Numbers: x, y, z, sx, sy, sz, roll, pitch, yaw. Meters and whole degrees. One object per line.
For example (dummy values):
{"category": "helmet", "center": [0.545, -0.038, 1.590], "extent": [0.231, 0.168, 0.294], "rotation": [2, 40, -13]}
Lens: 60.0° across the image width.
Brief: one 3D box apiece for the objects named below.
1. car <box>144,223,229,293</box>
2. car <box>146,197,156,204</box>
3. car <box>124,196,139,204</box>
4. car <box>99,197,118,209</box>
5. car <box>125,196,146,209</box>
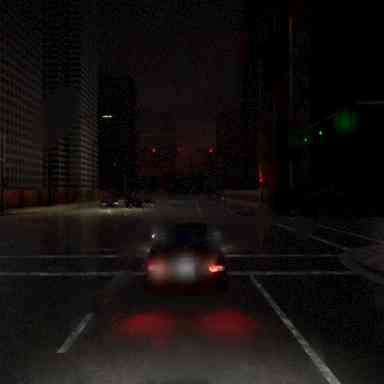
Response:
{"category": "car", "center": [-0.171, 1.547, 8.996], "extent": [2.033, 1.411, 5.357], "rotation": [0, 0, -1]}
{"category": "car", "center": [-8.036, 1.598, 63.465], "extent": [1.895, 1.301, 4.718], "rotation": [0, 0, 0]}
{"category": "car", "center": [-11.536, 1.503, 63.678], "extent": [1.837, 1.490, 4.892], "rotation": [0, 0, 0]}
{"category": "car", "center": [-11.538, 1.489, 46.214], "extent": [2.128, 1.511, 4.902], "rotation": [0, 0, 0]}
{"category": "car", "center": [-8.039, 1.503, 46.229], "extent": [1.837, 1.490, 4.892], "rotation": [0, 0, 0]}
